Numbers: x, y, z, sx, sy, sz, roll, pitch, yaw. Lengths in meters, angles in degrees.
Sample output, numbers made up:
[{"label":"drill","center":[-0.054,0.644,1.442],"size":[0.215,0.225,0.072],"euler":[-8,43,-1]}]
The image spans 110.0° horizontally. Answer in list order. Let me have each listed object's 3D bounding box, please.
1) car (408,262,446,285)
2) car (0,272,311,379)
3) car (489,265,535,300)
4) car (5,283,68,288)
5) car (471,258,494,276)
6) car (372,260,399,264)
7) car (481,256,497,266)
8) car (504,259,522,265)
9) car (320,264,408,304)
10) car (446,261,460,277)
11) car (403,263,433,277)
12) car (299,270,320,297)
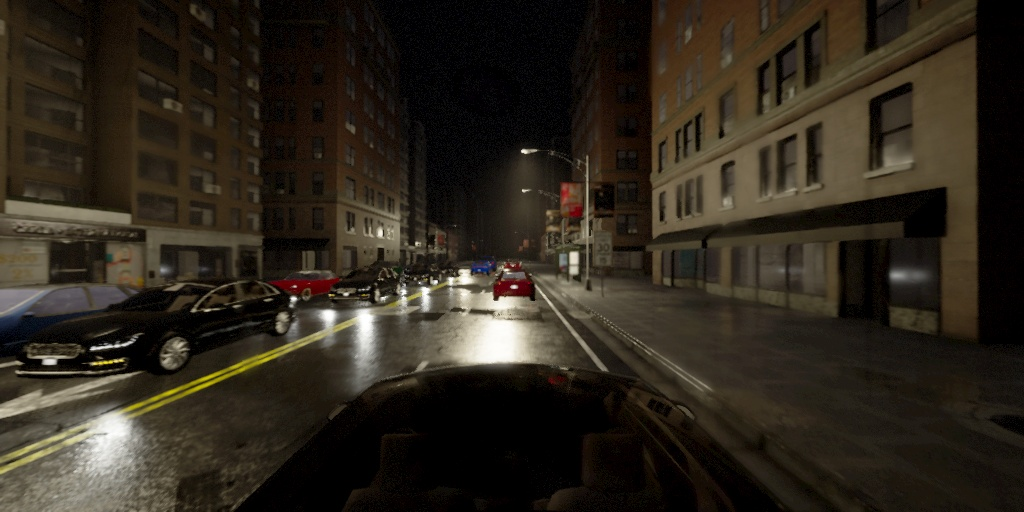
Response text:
[{"label":"car","center":[-6.526,1.291,26.639],"size":[1.837,1.490,4.892],"euler":[0,0,1]},{"label":"car","center":[-6.599,1.263,7.543],"size":[1.837,1.490,4.892],"euler":[0,0,0]},{"label":"car","center":[0.095,1.337,17.878],"size":[1.994,1.385,4.181],"euler":[0,0,0]},{"label":"car","center":[-9.853,1.305,7.629],"size":[2.033,1.411,5.357],"euler":[0,0,0]},{"label":"car","center":[-3.262,1.283,38.132],"size":[1.882,1.535,5.008],"euler":[0,0,0]},{"label":"car","center":[-9.770,1.139,27.193],"size":[2.097,1.767,4.553],"euler":[0,0,0]},{"label":"car","center":[-3.260,1.049,49.185],"size":[2.150,2.045,5.566],"euler":[0,0,0]},{"label":"car","center":[0.084,1.165,42.454],"size":[2.097,1.767,4.553],"euler":[0,0,0]},{"label":"car","center":[-6.591,1.276,16.655],"size":[1.837,1.490,4.892],"euler":[0,0,0]},{"label":"car","center":[-6.512,1.308,36.671],"size":[1.837,1.490,4.892],"euler":[0,0,0]},{"label":"car","center":[-9.797,1.406,37.908],"size":[1.895,1.301,4.718],"euler":[0,0,1]},{"label":"car","center":[-9.838,1.372,17.220],"size":[1.895,1.301,4.718],"euler":[0,0,0]}]
